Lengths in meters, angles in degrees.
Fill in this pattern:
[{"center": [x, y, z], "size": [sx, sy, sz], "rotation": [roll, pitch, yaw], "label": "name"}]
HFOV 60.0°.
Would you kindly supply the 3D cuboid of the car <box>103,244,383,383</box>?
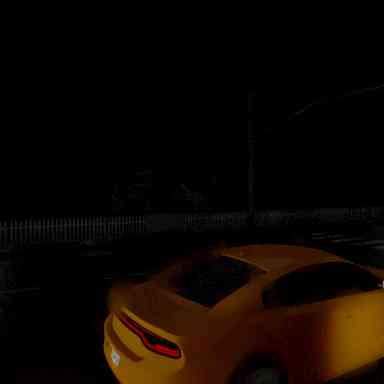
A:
[{"center": [1.377, 1.478, 4.560], "size": [5.008, 1.535, 1.882], "rotation": [0, 0, -30], "label": "car"}]
